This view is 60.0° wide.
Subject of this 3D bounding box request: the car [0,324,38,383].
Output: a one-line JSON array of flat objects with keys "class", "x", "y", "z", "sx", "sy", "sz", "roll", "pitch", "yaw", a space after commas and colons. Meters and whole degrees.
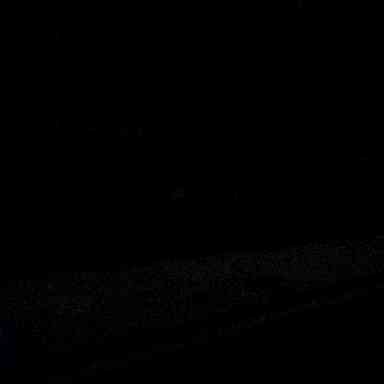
[{"class": "car", "x": -3.195, "y": 1.471, "z": 1.113, "sx": 5.008, "sy": 1.535, "sz": 1.882, "roll": 1, "pitch": -1, "yaw": -34}]
